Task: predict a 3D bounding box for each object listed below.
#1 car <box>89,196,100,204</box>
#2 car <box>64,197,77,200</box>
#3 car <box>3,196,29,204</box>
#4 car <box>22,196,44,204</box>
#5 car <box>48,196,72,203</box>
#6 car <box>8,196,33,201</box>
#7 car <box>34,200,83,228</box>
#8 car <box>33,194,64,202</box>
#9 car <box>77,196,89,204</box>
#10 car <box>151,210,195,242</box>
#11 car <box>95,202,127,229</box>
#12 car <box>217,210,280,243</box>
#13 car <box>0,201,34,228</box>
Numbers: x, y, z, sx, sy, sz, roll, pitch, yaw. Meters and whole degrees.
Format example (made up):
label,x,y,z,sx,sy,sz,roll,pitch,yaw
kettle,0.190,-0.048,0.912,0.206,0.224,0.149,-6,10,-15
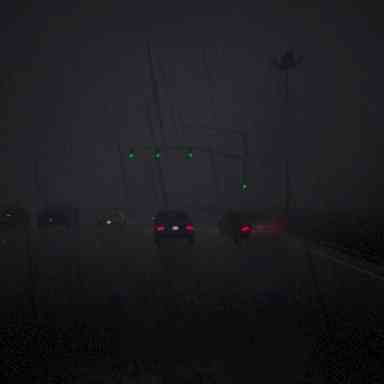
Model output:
label,x,y,z,sx,sy,sz,roll,pitch,yaw
car,-21.925,1.553,71.261,4.553,1.767,2.097,0,0,36
car,-25.187,1.785,64.931,4.718,1.301,1.895,0,0,36
car,-35.595,1.638,67.417,5.008,1.535,1.882,0,0,22
car,-33.607,1.677,70.340,4.674,1.442,1.812,0,0,26
car,-30.380,1.685,76.552,5.357,1.411,2.033,0,0,26
car,-31.759,1.549,61.111,4.553,1.767,2.097,0,0,33
car,-8.979,1.544,22.666,1.882,1.535,5.008,0,0,-9
car,-26.692,1.407,61.643,5.566,2.045,2.150,0,0,40
car,-23.683,1.747,68.185,4.181,1.385,1.994,0,0,36
car,-0.996,1.586,16.512,2.033,1.411,5.357,0,0,-7
car,-5.363,1.585,22.268,1.812,1.442,4.674,0,0,-9
car,2.552,1.578,16.258,2.033,1.411,5.357,0,0,-6
car,-12.525,1.599,22.696,1.812,1.442,4.674,0,0,-9
